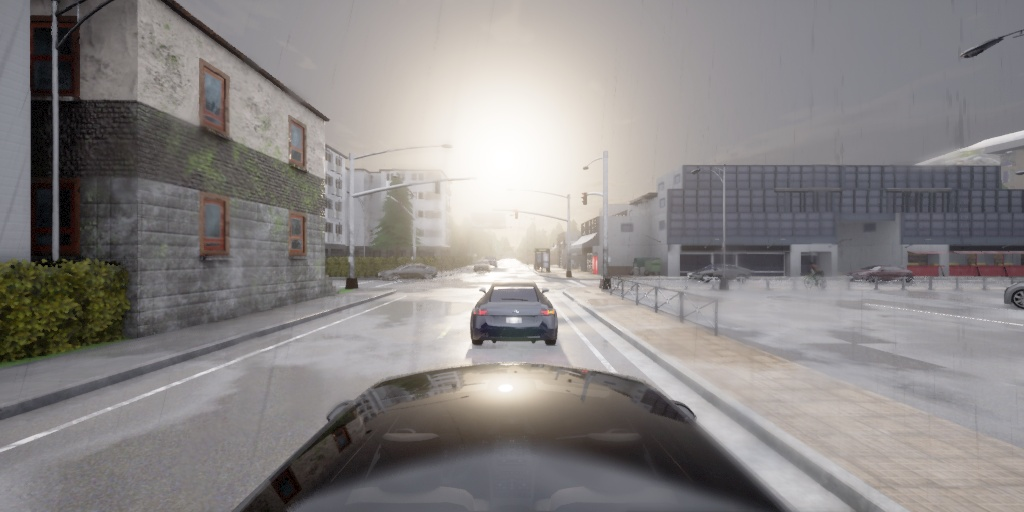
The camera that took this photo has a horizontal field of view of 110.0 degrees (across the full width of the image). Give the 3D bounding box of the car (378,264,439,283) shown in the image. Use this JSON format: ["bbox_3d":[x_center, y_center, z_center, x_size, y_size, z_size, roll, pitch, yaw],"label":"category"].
[{"bbox_3d":[-8.666,1.403,30.266,4.902,1.511,2.128,-1,1,-29],"label":"car"}]

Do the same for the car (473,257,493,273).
[{"bbox_3d":[-3.651,1.254,44.137,1.837,1.490,4.892,0,0,0],"label":"car"}]

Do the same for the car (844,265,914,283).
[{"bbox_3d":[30.306,1.452,29.637,4.674,1.442,1.812,0,0,0],"label":"car"}]

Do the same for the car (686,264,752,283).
[{"bbox_3d":[17.032,1.418,29.600,4.902,1.511,2.128,0,0,0],"label":"car"}]

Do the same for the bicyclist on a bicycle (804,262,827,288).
[{"bbox_3d":[18.689,1.227,22.123,0.582,1.620,1.656,0,0,0],"label":"bicyclist on a bicycle"}]

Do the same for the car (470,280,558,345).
[{"bbox_3d":[0.053,1.314,9.502,1.994,1.385,4.181,0,0,0],"label":"car"}]

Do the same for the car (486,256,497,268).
[{"bbox_3d":[-3.652,0.972,61.039,2.150,2.045,5.566,0,0,0],"label":"car"}]
